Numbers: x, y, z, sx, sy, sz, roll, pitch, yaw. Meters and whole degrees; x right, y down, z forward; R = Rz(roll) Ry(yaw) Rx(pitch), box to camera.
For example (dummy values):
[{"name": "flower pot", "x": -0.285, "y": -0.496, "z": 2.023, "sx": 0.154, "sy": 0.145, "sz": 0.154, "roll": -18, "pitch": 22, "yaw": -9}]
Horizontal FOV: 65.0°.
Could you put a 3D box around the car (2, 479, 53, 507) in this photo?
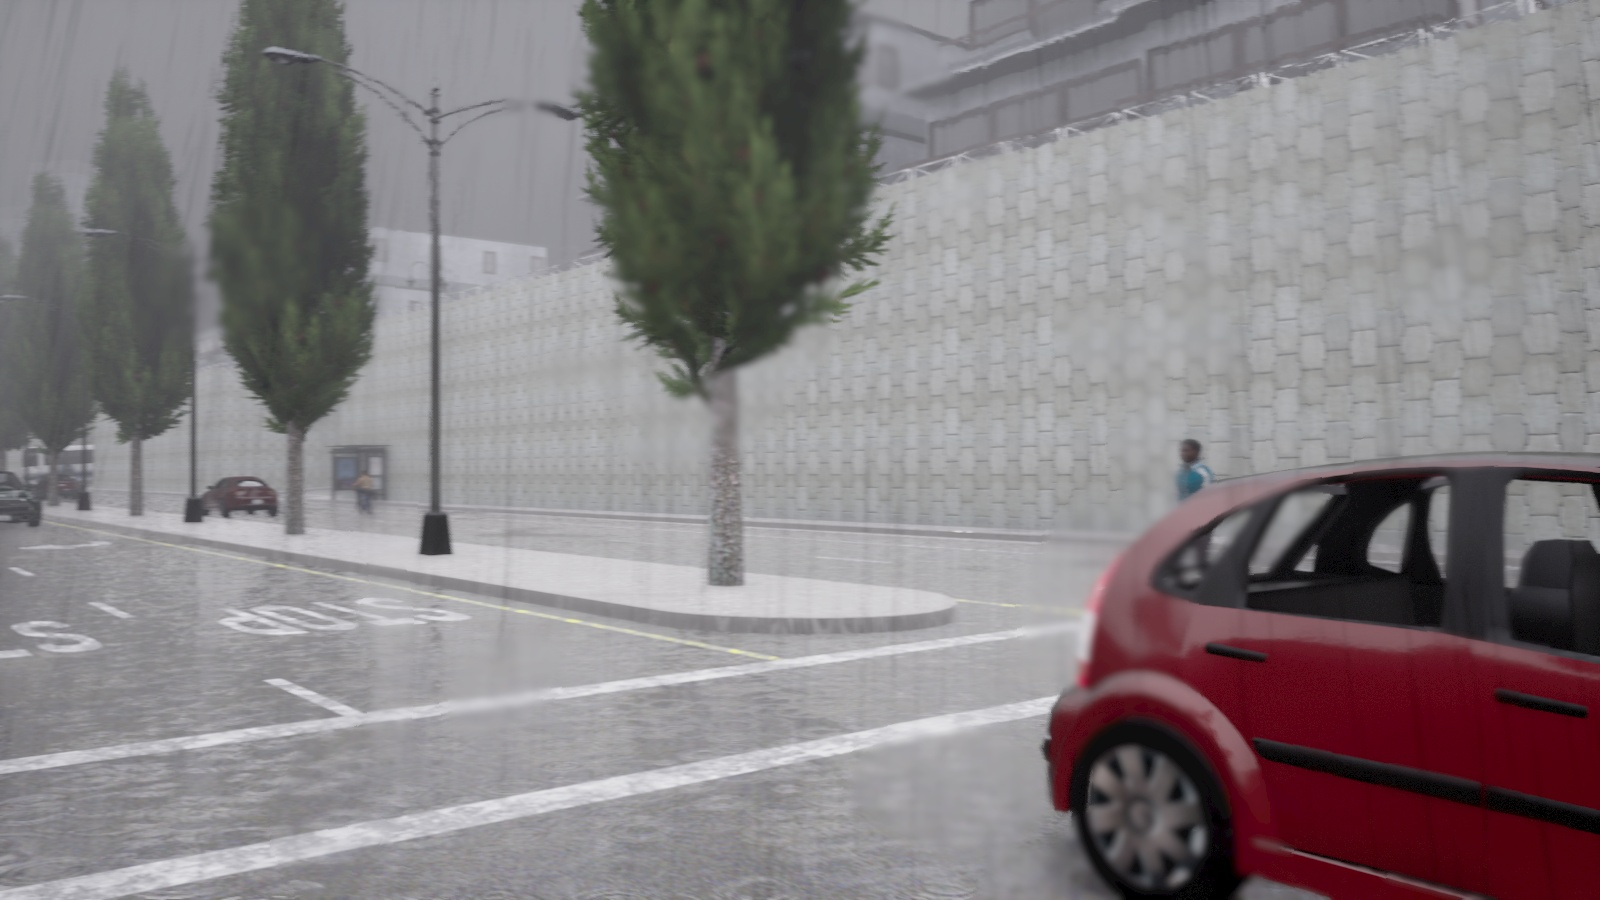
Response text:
[{"name": "car", "x": -47.731, "y": 2.627, "z": 77.542, "sx": 2.033, "sy": 1.649, "sz": 4.856, "roll": 0, "pitch": -1, "yaw": -40}]

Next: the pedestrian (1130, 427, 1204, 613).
[{"name": "pedestrian", "x": 3.917, "y": 0.726, "z": 13.391, "sx": 0.692, "sy": 1.930, "sz": 0.396, "roll": 0, "pitch": -1, "yaw": -38}]

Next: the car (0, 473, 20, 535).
[{"name": "car", "x": -24.815, "y": 1.600, "z": 37.177, "sx": 2.097, "sy": 1.767, "sz": 4.553, "roll": 0, "pitch": -1, "yaw": -43}]

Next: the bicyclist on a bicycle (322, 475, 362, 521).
[{"name": "bicyclist on a bicycle", "x": -16.493, "y": 1.701, "z": 45.216, "sx": 0.866, "sy": 1.612, "sz": 1.509, "roll": 0, "pitch": -1, "yaw": -39}]

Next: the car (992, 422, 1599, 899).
[{"name": "car", "x": 2.707, "y": 0.739, "z": 3.839, "sx": 1.851, "sy": 1.617, "sz": 3.988, "roll": 0, "pitch": -1, "yaw": -38}]

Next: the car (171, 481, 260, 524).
[{"name": "car", "x": -21.167, "y": 1.854, "z": 45.387, "sx": 1.812, "sy": 1.442, "sz": 4.674, "roll": 0, "pitch": -1, "yaw": -40}]
